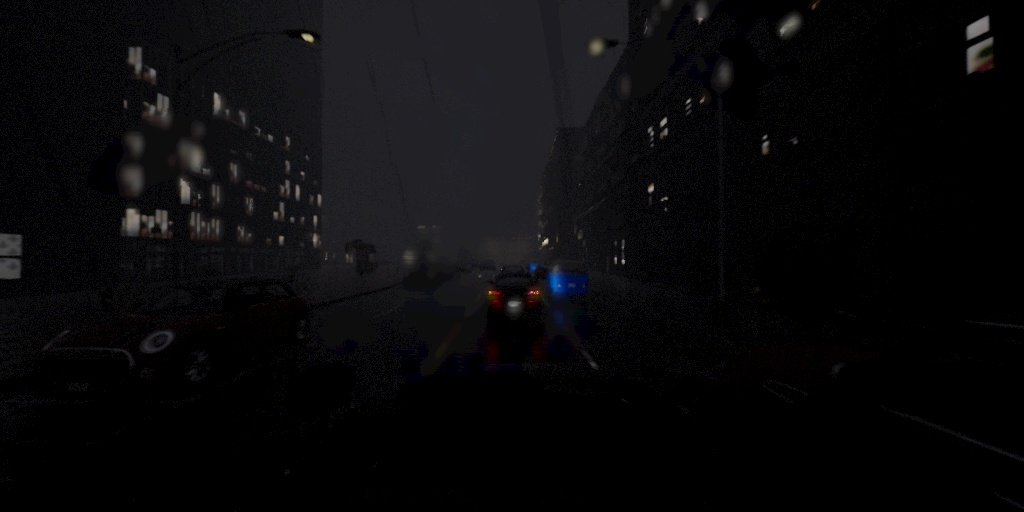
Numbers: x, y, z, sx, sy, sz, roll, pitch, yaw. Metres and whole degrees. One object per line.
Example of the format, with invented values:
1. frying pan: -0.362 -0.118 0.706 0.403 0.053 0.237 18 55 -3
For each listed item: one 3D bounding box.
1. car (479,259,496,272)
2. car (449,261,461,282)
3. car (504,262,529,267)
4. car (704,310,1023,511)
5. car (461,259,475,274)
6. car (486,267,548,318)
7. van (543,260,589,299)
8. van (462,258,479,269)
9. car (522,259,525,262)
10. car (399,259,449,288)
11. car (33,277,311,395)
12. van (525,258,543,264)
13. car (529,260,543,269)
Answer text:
1. car: -3.073 1.227 46.474 1.882 1.535 5.008 0 0 0
2. car: -5.647 1.197 29.280 1.967 1.591 4.097 0 0 0
3. car: 0.071 1.358 26.395 1.895 1.301 4.718 0 0 0
4. car: 2.692 1.064 1.076 2.192 1.841 5.009 0 0 0
5. car: -5.643 1.299 40.571 1.888 1.381 4.507 0 0 0
6. car: 0.073 1.281 12.911 1.812 1.442 4.674 0 0 0
7. van: 2.698 1.097 18.015 1.690 1.789 3.998 0 0 0
8. van: -5.641 1.091 46.217 1.690 1.789 3.998 0 0 0
9. car: 2.707 1.315 46.247 1.948 1.339 4.313 0 0 0
10. car: -5.654 1.197 23.633 1.967 1.591 4.097 0 0 0
11. car: -5.691 1.193 6.695 1.967 1.591 4.097 0 0 0
12. van: 2.705 1.093 40.601 1.690 1.789 3.998 0 0 0
13. car: 2.702 1.301 29.309 1.888 1.381 4.507 0 0 0
